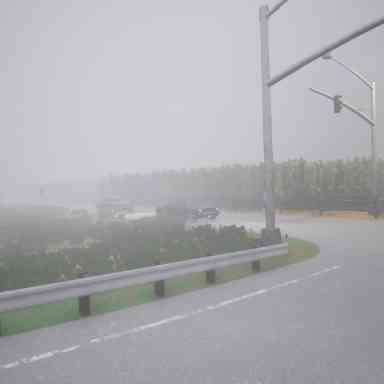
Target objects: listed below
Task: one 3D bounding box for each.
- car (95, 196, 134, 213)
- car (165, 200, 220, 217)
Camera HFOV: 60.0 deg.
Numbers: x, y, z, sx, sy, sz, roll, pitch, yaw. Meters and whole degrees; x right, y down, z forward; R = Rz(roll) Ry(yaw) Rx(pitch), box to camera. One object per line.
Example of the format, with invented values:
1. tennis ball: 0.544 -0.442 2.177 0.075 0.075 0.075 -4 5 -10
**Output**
1. car: -7.022 1.121 29.834 1.837 1.490 4.892 -3 2 -40
2. car: -0.354 1.177 22.035 1.895 1.301 4.718 -3 2 -41
